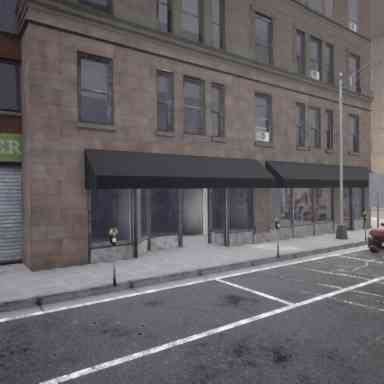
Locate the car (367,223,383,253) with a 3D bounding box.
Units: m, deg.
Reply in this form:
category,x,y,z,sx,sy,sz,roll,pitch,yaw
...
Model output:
category,x,y,z,sx,sy,sz,roll,pitch,yaw
car,8.377,1.541,12.566,4.507,1.381,1.887,0,-1,-36
